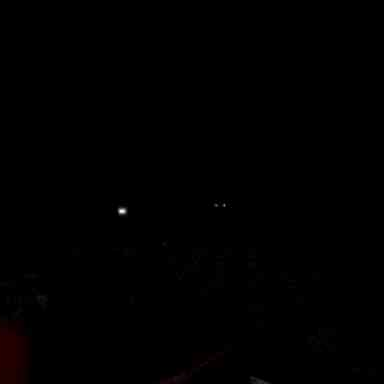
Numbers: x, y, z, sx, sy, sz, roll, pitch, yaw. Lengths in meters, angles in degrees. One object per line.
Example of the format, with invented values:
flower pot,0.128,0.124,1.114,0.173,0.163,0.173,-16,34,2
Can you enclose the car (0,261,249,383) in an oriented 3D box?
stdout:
car,-1.536,1.542,4.064,4.507,1.381,1.887,0,0,36
